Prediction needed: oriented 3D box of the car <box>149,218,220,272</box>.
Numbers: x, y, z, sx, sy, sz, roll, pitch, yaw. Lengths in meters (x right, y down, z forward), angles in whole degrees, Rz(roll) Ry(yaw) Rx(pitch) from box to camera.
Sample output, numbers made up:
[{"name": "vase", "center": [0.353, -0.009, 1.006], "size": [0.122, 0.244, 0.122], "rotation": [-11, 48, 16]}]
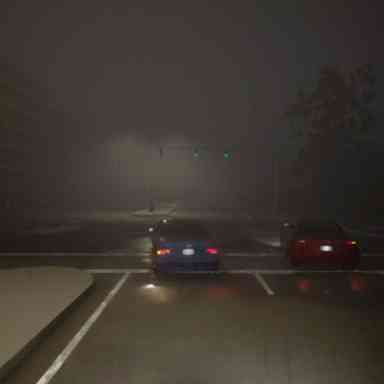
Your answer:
[{"name": "car", "center": [-0.398, 1.548, 10.835], "size": [2.033, 1.411, 5.357], "rotation": [0, 0, -7]}]

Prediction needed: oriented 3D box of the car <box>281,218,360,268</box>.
[{"name": "car", "center": [4.177, 1.565, 11.391], "size": [1.994, 1.385, 4.181], "rotation": [0, 0, 11]}]
